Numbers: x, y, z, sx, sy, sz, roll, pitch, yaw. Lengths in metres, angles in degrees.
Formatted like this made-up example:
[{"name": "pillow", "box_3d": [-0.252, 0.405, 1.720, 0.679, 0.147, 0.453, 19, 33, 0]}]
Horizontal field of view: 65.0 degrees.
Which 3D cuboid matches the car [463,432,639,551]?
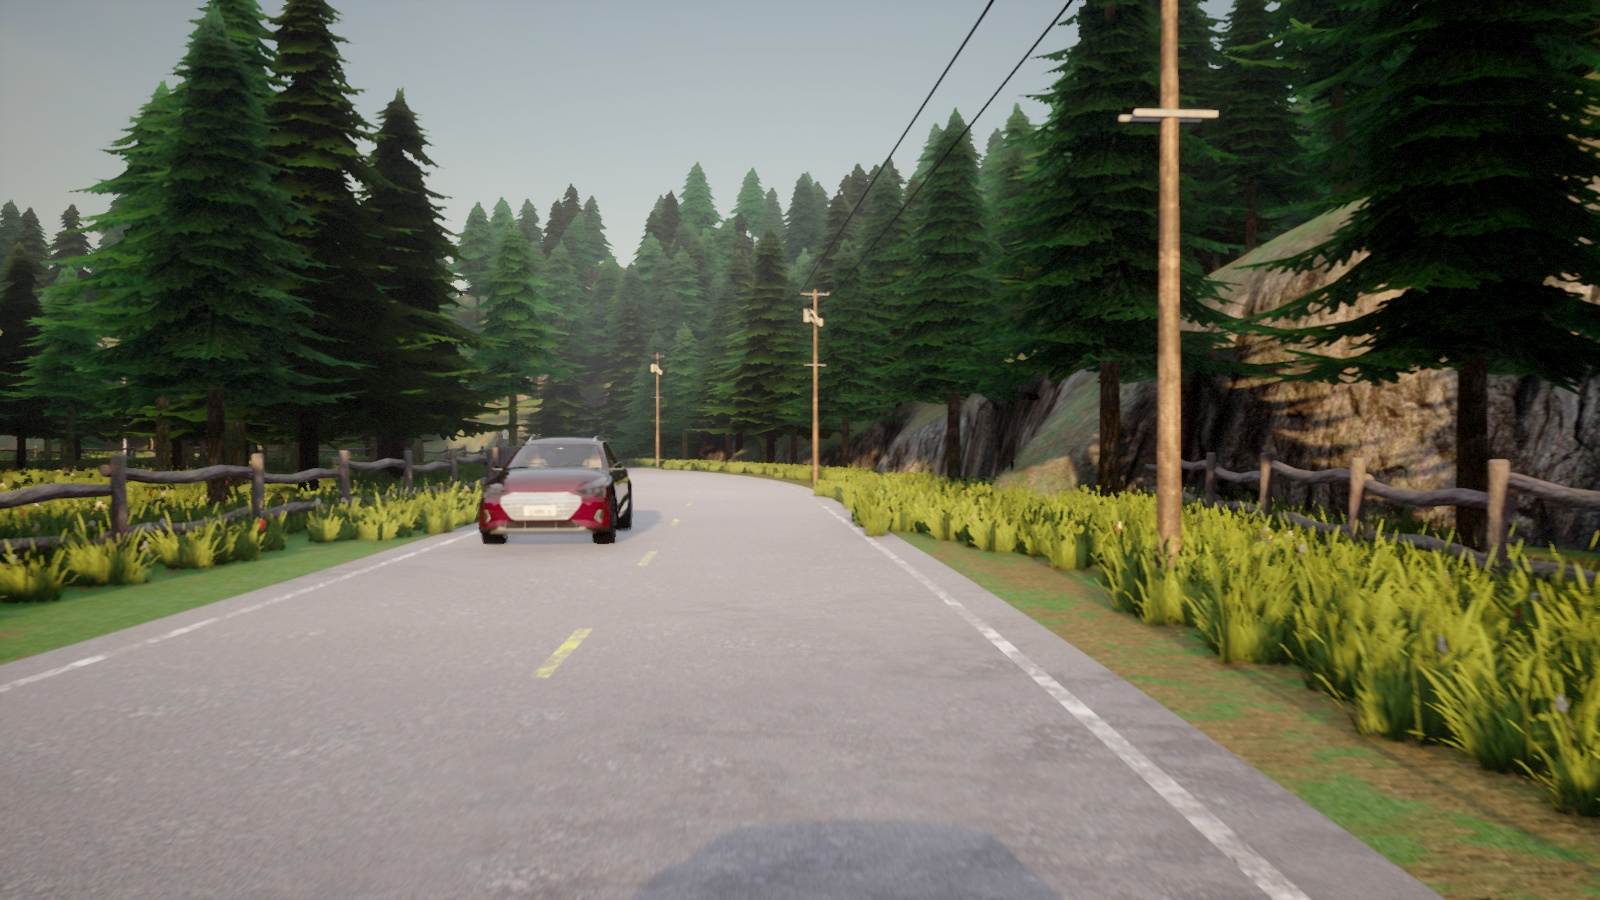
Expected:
[{"name": "car", "box_3d": [-3.758, 0.562, 19.838, 2.033, 1.649, 4.856, 0, 0, -3]}]
